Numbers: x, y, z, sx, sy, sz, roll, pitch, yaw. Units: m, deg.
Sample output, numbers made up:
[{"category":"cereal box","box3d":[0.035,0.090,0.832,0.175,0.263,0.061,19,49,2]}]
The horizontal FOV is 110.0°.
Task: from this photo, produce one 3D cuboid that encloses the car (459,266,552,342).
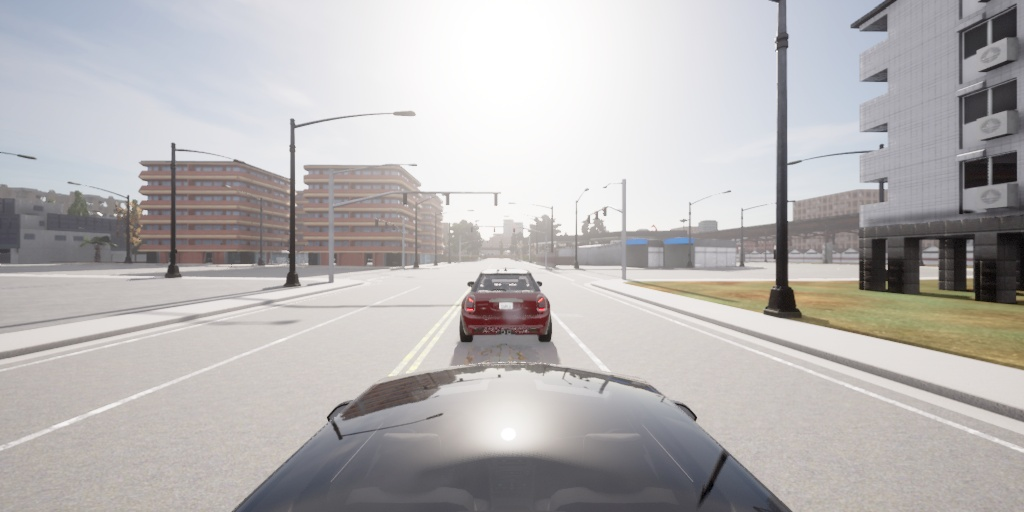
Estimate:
[{"category":"car","box3d":[-0.191,1.110,9.949,2.097,1.767,4.553,0,0,-2]}]
